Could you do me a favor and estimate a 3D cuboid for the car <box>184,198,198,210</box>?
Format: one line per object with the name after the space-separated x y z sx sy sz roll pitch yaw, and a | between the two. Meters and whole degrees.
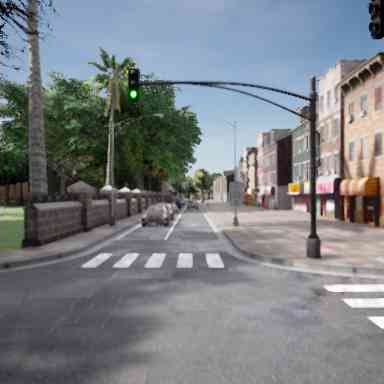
0.112 2.185 54.355 2.033 1.411 5.357 0 -1 -1 | car

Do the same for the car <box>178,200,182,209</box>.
-2.631 2.054 42.166 1.802 1.307 4.206 0 -1 0 | car

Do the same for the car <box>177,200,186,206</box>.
-2.622 2.591 81.983 2.008 1.369 4.403 0 -1 0 | car

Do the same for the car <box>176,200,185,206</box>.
-2.624 2.498 76.295 1.887 1.381 4.507 0 -1 0 | car

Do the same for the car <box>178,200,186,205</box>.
-2.621 2.696 87.671 1.947 1.339 4.313 0 -1 0 | car

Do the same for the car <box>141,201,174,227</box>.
-2.634 1.704 25.103 1.967 1.590 4.097 0 -1 0 | car

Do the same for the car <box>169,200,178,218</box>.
-2.632 1.771 30.791 1.967 1.590 4.097 0 -1 0 | car

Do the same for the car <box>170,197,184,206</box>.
-2.965 1.924 58.739 2.150 2.045 5.566 0 -1 0 | car

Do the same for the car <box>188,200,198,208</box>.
0.119 2.254 64.180 1.882 1.535 5.008 0 -1 0 | car
